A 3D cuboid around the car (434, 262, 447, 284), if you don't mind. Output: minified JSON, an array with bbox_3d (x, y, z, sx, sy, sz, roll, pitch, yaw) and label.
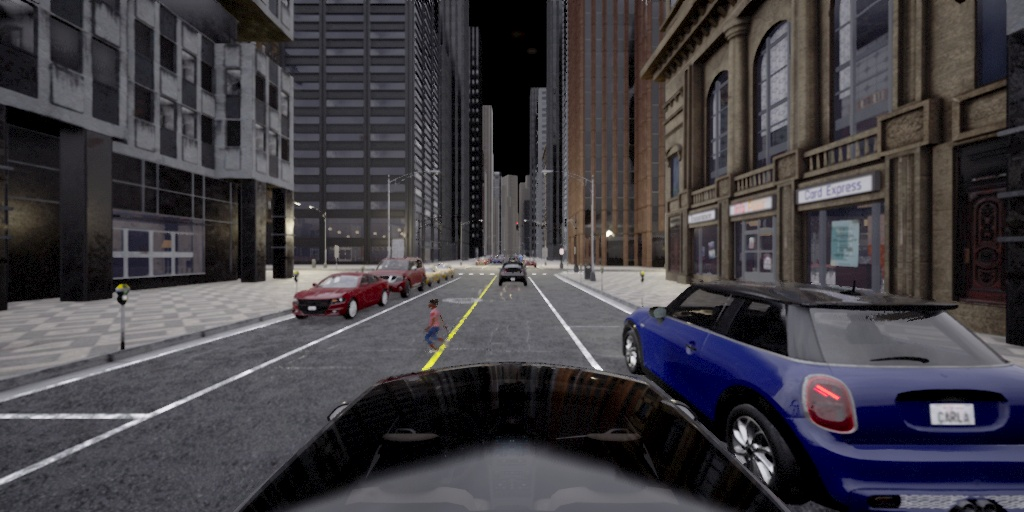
[{"bbox_3d":[-5.747,1.182,23.602,1.751,1.417,4.829,0,0,0],"label":"car"}]

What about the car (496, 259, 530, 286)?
[{"bbox_3d":[0.072,1.159,24.274,1.837,1.490,4.892,0,0,0],"label":"car"}]

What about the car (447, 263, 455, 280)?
[{"bbox_3d":[-5.743,1.158,29.203,1.751,1.417,4.829,0,0,0],"label":"car"}]

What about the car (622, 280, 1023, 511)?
[{"bbox_3d":[3.002,1.089,4.569,2.097,1.767,4.553,0,0,0],"label":"car"}]

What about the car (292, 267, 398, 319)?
[{"bbox_3d":[-5.755,1.249,12.568,1.888,1.381,4.507,0,0,0],"label":"car"}]

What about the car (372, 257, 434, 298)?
[{"bbox_3d":[-5.751,0.995,18.170,2.192,1.841,5.009,0,0,0],"label":"car"}]

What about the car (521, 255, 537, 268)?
[{"bbox_3d":[2.802,0.964,56.161,1.967,1.591,4.097,0,0,0],"label":"car"}]

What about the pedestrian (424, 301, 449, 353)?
[{"bbox_3d":[-1.568,1.020,7.381,0.375,1.860,0.375,0,0,0],"label":"pedestrian"}]
